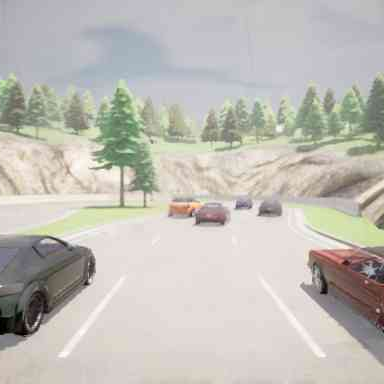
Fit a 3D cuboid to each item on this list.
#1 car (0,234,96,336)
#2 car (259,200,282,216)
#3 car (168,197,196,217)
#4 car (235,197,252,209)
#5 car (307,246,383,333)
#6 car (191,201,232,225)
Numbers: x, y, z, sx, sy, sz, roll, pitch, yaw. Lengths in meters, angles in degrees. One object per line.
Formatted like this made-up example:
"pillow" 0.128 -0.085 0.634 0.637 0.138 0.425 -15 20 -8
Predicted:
"car" -3.385 1.527 6.617 1.994 1.385 4.181 0 0 0
"car" 7.227 1.395 30.496 1.994 1.385 4.181 0 0 16
"car" -0.450 1.191 28.980 2.097 1.767 4.553 0 0 15
"car" 6.292 1.323 40.395 2.033 1.411 5.357 0 0 12
"car" 3.605 1.569 5.672 1.895 1.301 4.718 0 0 0
"car" 1.536 1.437 22.807 1.994 1.385 4.181 0 0 13
